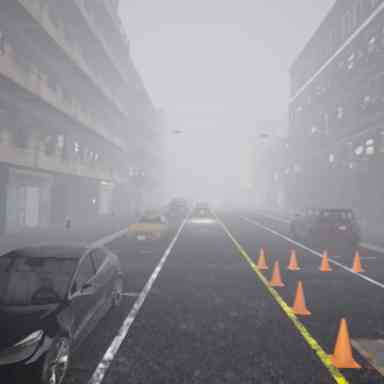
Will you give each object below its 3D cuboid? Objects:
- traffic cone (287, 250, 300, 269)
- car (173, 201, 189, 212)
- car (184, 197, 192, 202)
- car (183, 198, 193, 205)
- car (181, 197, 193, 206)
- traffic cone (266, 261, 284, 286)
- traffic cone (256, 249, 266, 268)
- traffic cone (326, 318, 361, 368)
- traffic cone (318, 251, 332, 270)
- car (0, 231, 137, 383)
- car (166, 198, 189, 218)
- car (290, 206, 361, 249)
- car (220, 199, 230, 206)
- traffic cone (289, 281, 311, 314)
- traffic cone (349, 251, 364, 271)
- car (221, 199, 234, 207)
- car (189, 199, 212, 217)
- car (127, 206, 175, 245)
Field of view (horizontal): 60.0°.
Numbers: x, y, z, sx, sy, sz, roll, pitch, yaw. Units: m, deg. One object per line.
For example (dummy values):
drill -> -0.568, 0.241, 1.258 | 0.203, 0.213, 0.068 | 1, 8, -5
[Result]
traffic cone -> 3.225, 2.130, 10.578 | 0.340, 0.580, 0.340 | 1, -1, 1
car -> -1.417, 1.946, 44.656 | 1.802, 1.307, 4.206 | 2, 0, 1
car -> -1.535, 1.627, 39.024 | 2.192, 1.841, 5.009 | 2, 0, 1
car -> -0.781, 2.064, 72.830 | 1.967, 1.590, 4.097 | 2, 0, 1
car -> -0.903, 1.887, 67.197 | 2.192, 1.841, 5.009 | 2, 0, 1
traffic cone -> 2.180, 2.087, 8.601 | 0.340, 0.580, 0.340 | 1, -1, 1
traffic cone -> 2.225, 2.106, 10.600 | 0.340, 0.580, 0.340 | 1, -1, 1
traffic cone -> 2.091, 2.049, 4.603 | 0.340, 0.580, 0.340 | 1, -1, 1
traffic cone -> 4.224, 2.154, 10.555 | 0.340, 0.580, 0.340 | 1, -1, 1
car -> -2.301, 1.559, 5.211 | 1.947, 1.339, 4.313 | 2, -1, 1
car -> -1.666, 1.699, 33.388 | 1.967, 1.590, 4.097 | 2, -1, 1
car -> 6.336, 1.616, 16.291 | 2.192, 1.841, 5.009 | 2, -1, 1
car -> 7.718, 2.421, 78.271 | 1.887, 1.381, 4.507 | 2, 0, 1
traffic cone -> 2.136, 2.068, 6.602 | 0.340, 0.580, 0.340 | 1, -1, 1
traffic cone -> 5.224, 2.178, 10.532 | 0.340, 0.580, 0.340 | 1, -1, 1
car -> 7.470, 2.300, 67.172 | 1.752, 1.417, 4.829 | 2, 0, 1
car -> 1.072, 1.836, 35.590 | 2.128, 1.511, 4.902 | 1, 0, 1
car -> -2.051, 1.624, 16.312 | 1.752, 1.417, 4.829 | 2, -1, 1
